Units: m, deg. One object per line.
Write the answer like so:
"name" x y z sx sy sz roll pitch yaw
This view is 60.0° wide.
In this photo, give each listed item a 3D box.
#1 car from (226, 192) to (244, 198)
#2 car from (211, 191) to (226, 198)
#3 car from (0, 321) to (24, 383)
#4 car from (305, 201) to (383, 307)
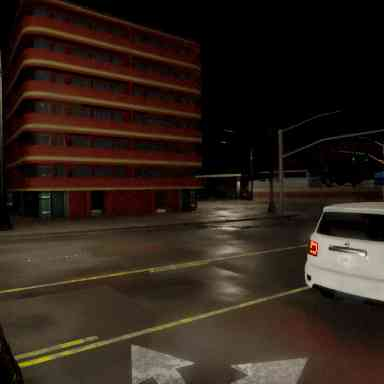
"car" 11.405 0.818 85.101 3.806 1.475 1.970 -1 1 -35
"car" 7.440 0.671 89.327 4.611 1.667 2.242 -1 1 -35
"car" -3.661 1.222 1.141 5.566 2.045 2.150 0 0 -35
"car" 4.782 1.218 7.137 5.566 2.045 2.150 0 0 -35
